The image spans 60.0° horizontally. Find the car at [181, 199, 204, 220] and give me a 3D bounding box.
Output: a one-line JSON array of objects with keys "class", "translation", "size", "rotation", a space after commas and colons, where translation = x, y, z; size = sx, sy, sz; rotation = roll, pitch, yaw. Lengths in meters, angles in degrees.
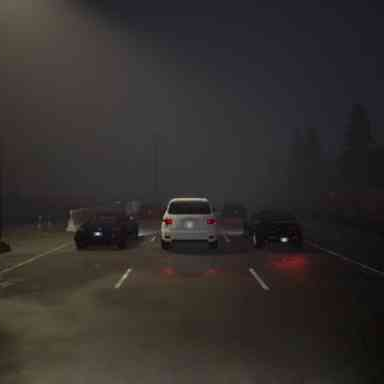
[{"class": "car", "translation": [0.107, 1.482, 29.445], "size": [1.882, 1.535, 5.008], "rotation": [0, 0, 1]}]

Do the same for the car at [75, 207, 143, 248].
[{"class": "car", "translation": [-3.599, 1.569, 14.676], "size": [1.994, 1.385, 4.181], "rotation": [0, 0, 0]}]

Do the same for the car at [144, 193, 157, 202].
[{"class": "car", "translation": [-9.343, 1.196, 74.672], "size": [2.150, 2.045, 5.566], "rotation": [0, 0, 1]}]

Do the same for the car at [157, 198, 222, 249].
[{"class": "car", "translation": [-0.099, 1.255, 14.724], "size": [2.150, 2.045, 5.566], "rotation": [0, 0, 0]}]

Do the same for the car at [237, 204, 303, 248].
[{"class": "car", "translation": [3.401, 1.514, 14.712], "size": [1.837, 1.490, 4.892], "rotation": [0, 0, 0]}]

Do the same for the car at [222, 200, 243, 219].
[{"class": "car", "translation": [3.606, 1.482, 29.363], "size": [1.882, 1.535, 5.008], "rotation": [0, 0, 1]}]

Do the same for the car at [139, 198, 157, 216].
[{"class": "car", "translation": [-3.392, 1.482, 29.526], "size": [1.882, 1.535, 5.008], "rotation": [0, 0, 1]}]
